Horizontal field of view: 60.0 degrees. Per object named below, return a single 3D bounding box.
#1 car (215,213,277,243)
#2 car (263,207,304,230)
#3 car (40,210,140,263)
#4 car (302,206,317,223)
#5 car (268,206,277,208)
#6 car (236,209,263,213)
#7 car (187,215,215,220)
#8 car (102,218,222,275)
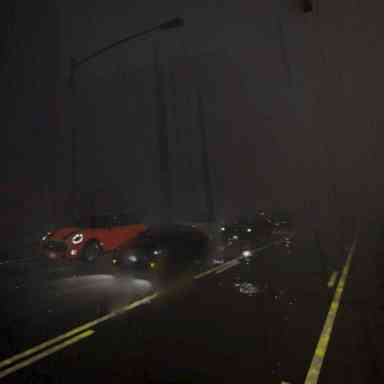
[{"bbox_3d":[3.279,2.104,19.276,1.895,1.301,4.718,0,-2,28],"label":"car"},{"bbox_3d":[7.654,2.285,27.581,1.837,1.490,4.892,-1,-2,28],"label":"car"},{"bbox_3d":[-3.750,1.655,13.452,2.097,1.767,4.553,0,-2,28],"label":"car"},{"bbox_3d":[12.214,2.422,36.170,2.097,1.767,4.553,-1,-2,28],"label":"car"},{"bbox_3d":[9.431,2.470,38.389,2.097,1.767,4.553,-1,-2,28],"label":"car"},{"bbox_3d":[4.788,2.313,29.649,2.128,1.511,4.902,-1,-2,28],"label":"car"},{"bbox_3d":[0.443,2.147,21.399,1.895,1.301,4.718,0,-2,28],"label":"car"},{"bbox_3d":[-0.797,1.835,11.544,1.994,1.385,4.181,0,-2,28],"label":"car"}]
